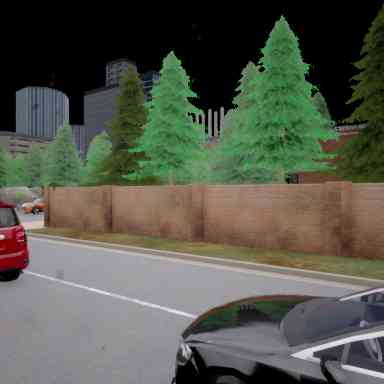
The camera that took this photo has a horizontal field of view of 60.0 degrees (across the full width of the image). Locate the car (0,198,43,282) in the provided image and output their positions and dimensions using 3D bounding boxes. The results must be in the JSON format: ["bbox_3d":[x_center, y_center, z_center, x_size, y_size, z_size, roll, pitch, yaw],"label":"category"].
[{"bbox_3d":[-6.420,1.221,8.540,5.566,2.045,2.150,0,0,36],"label":"car"}]

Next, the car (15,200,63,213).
[{"bbox_3d":[-17.368,1.601,37.927,1.895,1.301,4.718,0,0,35],"label":"car"}]

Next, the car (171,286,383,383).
[{"bbox_3d":[2.052,1.492,2.529,4.902,1.511,2.128,0,0,36],"label":"car"}]
